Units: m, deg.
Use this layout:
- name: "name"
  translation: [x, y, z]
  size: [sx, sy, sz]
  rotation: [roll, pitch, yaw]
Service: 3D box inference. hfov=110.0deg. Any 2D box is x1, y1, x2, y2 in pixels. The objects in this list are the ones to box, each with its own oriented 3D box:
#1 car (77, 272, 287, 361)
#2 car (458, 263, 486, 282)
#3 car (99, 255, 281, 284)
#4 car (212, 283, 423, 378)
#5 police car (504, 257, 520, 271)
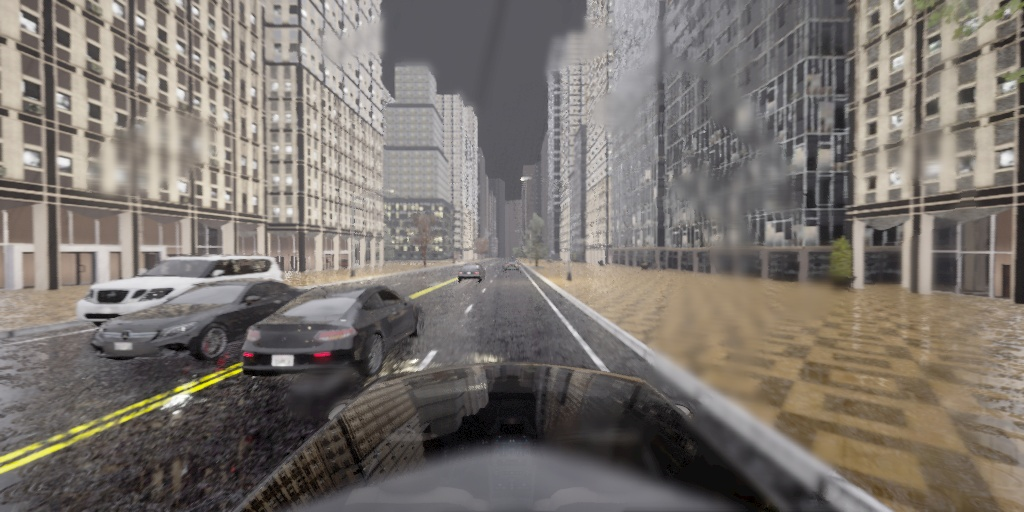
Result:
- name: "car"
  translation: [-6.546, 1.276, 8.385]
  size: [1.812, 1.442, 4.674]
  rotation: [0, 0, 0]
- name: "car"
  translation: [-3.151, 1.297, 28.657]
  size: [2.033, 1.411, 5.357]
  rotation: [0, 0, 0]
- name: "car"
  translation: [-9.768, 0.977, 11.418]
  size: [2.150, 2.045, 5.566]
  rotation: [0, 0, 0]
- name: "car"
  translation: [-3.152, 1.276, 7.233]
  size: [1.812, 1.442, 4.674]
  rotation: [0, 0, 0]
- name: "police car"
  translation: [0.007, 1.321, 48.491]
  size: [2.038, 1.542, 4.974]
  rotation: [1, 0, 0]
